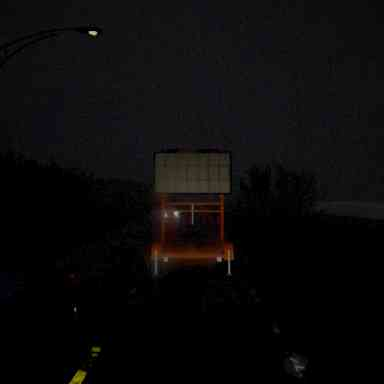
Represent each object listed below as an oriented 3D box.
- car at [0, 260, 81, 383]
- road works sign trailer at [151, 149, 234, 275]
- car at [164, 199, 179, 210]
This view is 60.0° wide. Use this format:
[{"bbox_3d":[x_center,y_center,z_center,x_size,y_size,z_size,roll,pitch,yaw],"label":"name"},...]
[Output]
[{"bbox_3d":[-2.843,1.566,3.878,1.994,1.385,4.181,0,0,0],"label":"car"},{"bbox_3d":[0.019,0.471,10.417,2.380,3.560,2.880,0,0,0],"label":"road works sign trailer"},{"bbox_3d":[-2.675,1.584,42.401,1.812,1.442,4.674,0,0,0],"label":"car"}]
